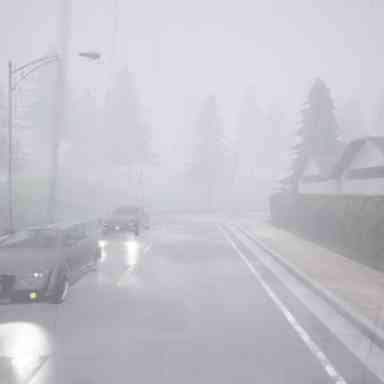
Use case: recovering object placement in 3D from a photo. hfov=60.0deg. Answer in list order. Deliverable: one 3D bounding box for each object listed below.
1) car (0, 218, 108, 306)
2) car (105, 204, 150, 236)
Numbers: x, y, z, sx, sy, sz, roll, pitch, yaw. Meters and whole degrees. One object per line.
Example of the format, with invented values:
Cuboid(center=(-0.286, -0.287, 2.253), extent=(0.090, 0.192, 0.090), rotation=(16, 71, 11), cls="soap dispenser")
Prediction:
Cuboid(center=(-3.591, 1.549, 7.967), extent=(1.994, 1.385, 4.181), rotation=(0, 0, 0), cls="car")
Cuboid(center=(-3.508, 1.470, 18.339), extent=(1.837, 1.490, 4.892), rotation=(0, 0, 2), cls="car")
